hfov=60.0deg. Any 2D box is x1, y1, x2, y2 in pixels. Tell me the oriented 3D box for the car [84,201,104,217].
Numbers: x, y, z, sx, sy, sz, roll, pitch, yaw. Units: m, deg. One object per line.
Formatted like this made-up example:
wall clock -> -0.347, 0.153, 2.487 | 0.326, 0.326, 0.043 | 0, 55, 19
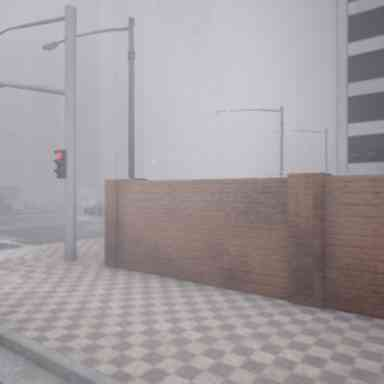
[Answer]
car -> -8.031, 1.547, 31.360 | 1.994, 1.385, 4.181 | 0, 0, 36
